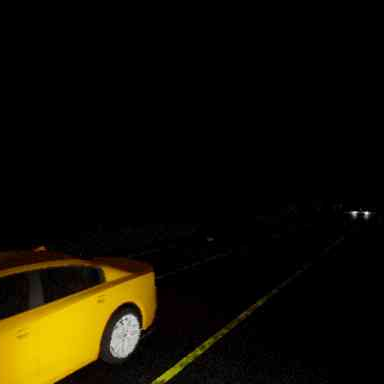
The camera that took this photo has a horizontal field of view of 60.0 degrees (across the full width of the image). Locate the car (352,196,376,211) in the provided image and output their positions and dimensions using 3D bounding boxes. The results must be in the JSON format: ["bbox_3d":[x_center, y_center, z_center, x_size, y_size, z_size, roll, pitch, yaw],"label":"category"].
[{"bbox_3d":[20.850,1.615,40.616,2.033,1.411,5.357,0,0,32],"label":"car"}]

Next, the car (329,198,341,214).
[{"bbox_3d":[13.638,1.567,34.135,1.947,1.339,4.313,0,0,32],"label":"car"}]

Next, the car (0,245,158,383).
[{"bbox_3d":[-2.429,1.477,3.681,1.882,1.535,5.008,0,0,32],"label":"car"}]

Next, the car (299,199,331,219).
[{"bbox_3d":[10.702,1.583,29.454,1.802,1.307,4.206,0,0,32],"label":"car"}]

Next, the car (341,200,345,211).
[{"bbox_3d":[16.573,1.442,38.816,1.967,1.590,4.097,0,0,32],"label":"car"}]

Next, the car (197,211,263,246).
[{"bbox_3d":[1.897,1.566,15.411,1.947,1.339,4.313,0,0,32],"label":"car"}]
